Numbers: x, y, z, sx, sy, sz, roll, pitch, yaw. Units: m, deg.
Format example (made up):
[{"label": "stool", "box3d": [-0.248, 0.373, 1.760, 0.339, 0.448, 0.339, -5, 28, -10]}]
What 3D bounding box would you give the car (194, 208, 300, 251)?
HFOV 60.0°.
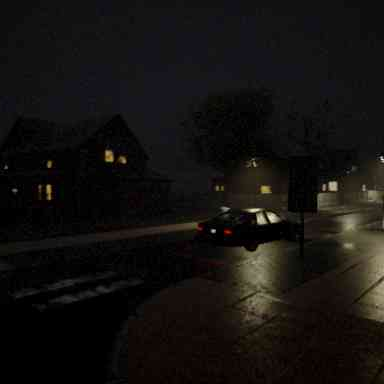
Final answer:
[{"label": "car", "box3d": [2.395, 1.350, 13.170, 2.033, 1.411, 5.357, 1, 1, 42]}]
